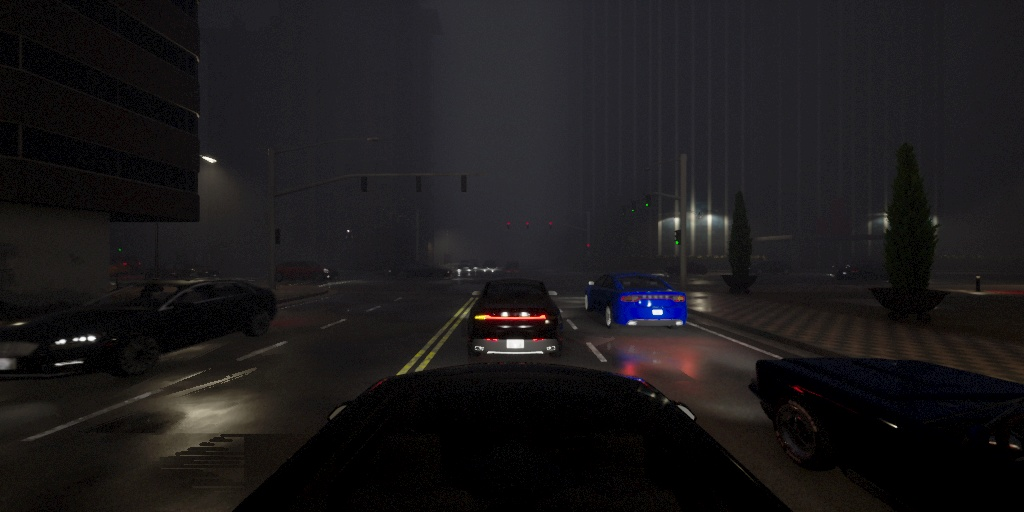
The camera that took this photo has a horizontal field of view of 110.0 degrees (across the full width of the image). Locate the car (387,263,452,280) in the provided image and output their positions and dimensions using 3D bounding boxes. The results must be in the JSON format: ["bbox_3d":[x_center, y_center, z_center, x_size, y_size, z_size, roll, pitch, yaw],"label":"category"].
[{"bbox_3d":[-7.940,1.297,31.128,5.357,1.411,2.033,0,0,-1],"label":"car"}]

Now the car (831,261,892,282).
[{"bbox_3d":[27.945,1.314,27.990,4.181,1.385,1.994,0,0,-1],"label":"car"}]

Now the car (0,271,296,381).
[{"bbox_3d":[-7.103,1.241,7.454,2.128,1.511,4.902,0,0,0],"label":"car"}]

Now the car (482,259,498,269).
[{"bbox_3d":[-3.589,1.313,57.154,1.994,1.385,4.181,0,0,0],"label":"car"}]

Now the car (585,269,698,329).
[{"bbox_3d":[3.575,1.228,11.237,1.882,1.535,5.008,0,0,0],"label":"car"}]

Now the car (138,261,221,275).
[{"bbox_3d":[-28.295,1.297,30.927,5.357,1.411,2.033,0,0,-1],"label":"car"}]

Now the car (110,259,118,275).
[{"bbox_3d":[-33.817,1.227,27.382,5.008,1.535,1.882,0,0,0],"label":"car"}]

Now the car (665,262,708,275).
[{"bbox_3d":[18.707,1.314,38.597,4.181,1.385,1.994,0,0,-1],"label":"car"}]

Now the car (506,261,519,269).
[{"bbox_3d":[0.094,1.350,54.472,1.895,1.301,4.718,0,0,0],"label":"car"}]

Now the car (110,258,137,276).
[{"bbox_3d":[-39.823,1.227,34.505,5.008,1.535,1.882,0,0,-1],"label":"car"}]

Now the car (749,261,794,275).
[{"bbox_3d":[27.559,1.255,38.686,4.892,1.490,1.837,0,0,-1],"label":"car"}]

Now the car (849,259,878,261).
[{"bbox_3d":[37.392,1.102,38.774,4.553,1.767,2.097,0,0,0],"label":"car"}]

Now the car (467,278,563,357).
[{"bbox_3d":[0.062,1.255,8.549,1.837,1.490,4.892,0,0,0],"label":"car"}]

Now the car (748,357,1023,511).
[{"bbox_3d":[3.601,1.351,1.892,1.895,1.301,4.718,0,0,0],"label":"car"}]

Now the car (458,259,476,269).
[{"bbox_3d":[-7.089,1.275,55.284,1.812,1.442,4.674,0,0,0],"label":"car"}]

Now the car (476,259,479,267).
[{"bbox_3d":[-7.060,1.254,64.541,1.837,1.490,4.892,0,0,0],"label":"car"}]

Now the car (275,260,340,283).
[{"bbox_3d":[-15.779,1.101,27.549,4.553,1.767,2.097,0,0,-1],"label":"car"}]

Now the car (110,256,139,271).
[{"bbox_3d":[-42.679,0.971,37.953,5.566,2.045,2.150,0,0,1],"label":"car"}]

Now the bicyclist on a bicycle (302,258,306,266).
[{"bbox_3d":[-26.419,1.051,45.426,0.582,1.620,1.656,0,0,-1],"label":"bicyclist on a bicycle"}]
